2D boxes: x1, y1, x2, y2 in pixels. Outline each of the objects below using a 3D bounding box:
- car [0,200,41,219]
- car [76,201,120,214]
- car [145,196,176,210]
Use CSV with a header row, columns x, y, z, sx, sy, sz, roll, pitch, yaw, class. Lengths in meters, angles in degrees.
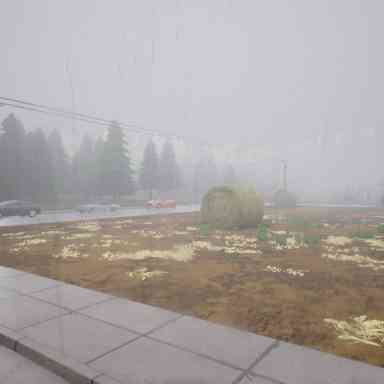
x,y,z,sx,sy,sz,roll,pitch,yaw,class
-15.790,1.531,29.147,1.837,1.490,4.892,0,0,37,car
-10.307,1.628,36.536,1.895,1.301,4.718,0,0,37,car
-4.213,1.379,44.728,2.097,1.767,4.553,0,0,37,car
